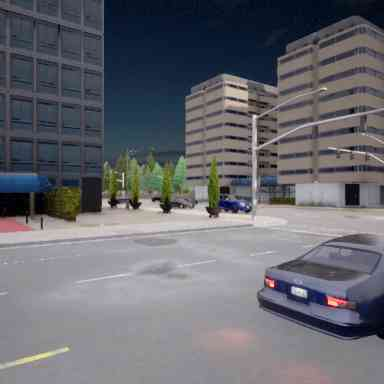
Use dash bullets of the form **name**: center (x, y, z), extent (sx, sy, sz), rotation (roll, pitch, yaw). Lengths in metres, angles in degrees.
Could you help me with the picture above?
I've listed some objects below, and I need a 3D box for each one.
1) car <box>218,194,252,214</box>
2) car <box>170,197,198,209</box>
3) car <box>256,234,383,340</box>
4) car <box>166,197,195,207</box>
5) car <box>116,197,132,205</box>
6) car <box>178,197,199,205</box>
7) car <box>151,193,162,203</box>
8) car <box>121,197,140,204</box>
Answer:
- **car**: center (4.127, 1.221, 36.292), extent (2.150, 2.045, 5.566), rotation (0, 0, -35)
- **car**: center (-1.488, 1.504, 44.292), extent (1.837, 1.490, 4.892), rotation (0, 0, -35)
- **car**: center (3.659, 1.547, 6.438), extent (5.357, 1.411, 2.033), rotation (0, 0, -35)
- **car**: center (-1.796, 1.492, 50.829), extent (2.128, 1.511, 4.902), rotation (0, 0, -35)
- **car**: center (-13.300, 1.548, 61.233), extent (2.033, 1.411, 5.357), rotation (0, 0, -35)
- **car**: center (-0.732, 1.564, 61.828), extent (1.994, 1.385, 4.181), rotation (0, 0, -34)
- **car**: center (-6.459, 1.223, 69.951), extent (2.150, 2.045, 5.566), rotation (0, 0, -35)
- **car**: center (-12.155, 1.601, 65.746), extent (1.895, 1.301, 4.718), rotation (0, 0, -35)
